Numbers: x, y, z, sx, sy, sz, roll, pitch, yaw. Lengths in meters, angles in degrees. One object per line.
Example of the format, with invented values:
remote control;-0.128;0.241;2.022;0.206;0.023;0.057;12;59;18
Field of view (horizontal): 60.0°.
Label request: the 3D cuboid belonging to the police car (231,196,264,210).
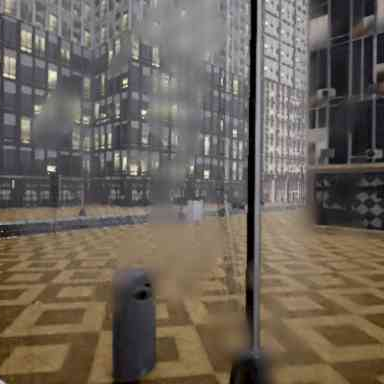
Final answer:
police car;6.689;1.308;40.229;1.930;1.638;5.238;1;1;44
